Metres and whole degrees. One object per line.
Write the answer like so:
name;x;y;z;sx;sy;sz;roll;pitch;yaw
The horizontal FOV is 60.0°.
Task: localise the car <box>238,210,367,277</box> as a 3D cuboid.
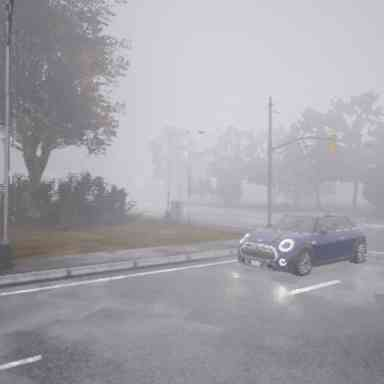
car;3.636;1.464;10.768;4.553;1.767;2.097;1;-1;-36
